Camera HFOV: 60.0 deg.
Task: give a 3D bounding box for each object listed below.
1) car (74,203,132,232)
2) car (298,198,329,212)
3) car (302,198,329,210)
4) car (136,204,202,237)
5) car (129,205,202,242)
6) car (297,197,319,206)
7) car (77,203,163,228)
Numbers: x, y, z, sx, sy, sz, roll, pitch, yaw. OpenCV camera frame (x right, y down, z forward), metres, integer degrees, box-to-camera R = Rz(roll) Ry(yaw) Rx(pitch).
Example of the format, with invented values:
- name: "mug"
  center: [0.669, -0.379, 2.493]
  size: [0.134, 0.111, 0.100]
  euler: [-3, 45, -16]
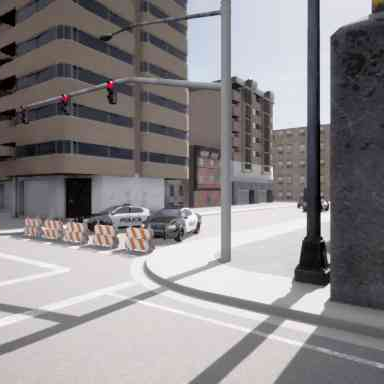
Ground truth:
- name: "car"
  center: [-4.167, 1.453, 19.250]
  size: [4.974, 1.542, 2.038]
  euler: [0, 0, -29]
- name: "car"
  center: [14.294, 1.453, 38.347]
  size: [2.038, 1.542, 4.974]
  euler: [0, 0, 36]
- name: "car"
  center: [14.324, 1.295, 38.389]
  size: [1.853, 1.218, 4.536]
  euler: [0, 0, 36]
- name: "car"
  center: [-0.960, 1.295, 16.616]
  size: [1.853, 1.218, 4.536]
  euler: [0, 0, 16]
- name: "car"
  center: [-0.974, 1.453, 16.566]
  size: [2.038, 1.542, 4.974]
  euler: [0, 0, 16]
- name: "car"
  center: [16.529, 1.295, 47.308]
  size: [1.853, 1.218, 4.536]
  euler: [0, 0, 36]
- name: "car"
  center: [-4.122, 1.295, 19.276]
  size: [4.536, 1.218, 1.853]
  euler: [0, 0, -29]
